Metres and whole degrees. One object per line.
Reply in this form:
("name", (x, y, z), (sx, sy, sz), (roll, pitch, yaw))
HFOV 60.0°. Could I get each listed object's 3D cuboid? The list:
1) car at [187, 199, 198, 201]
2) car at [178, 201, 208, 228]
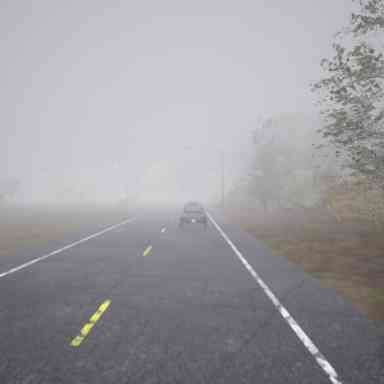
("car", (0.082, 1.703, 41.607), (1.837, 1.490, 4.892), (0, 0, 0))
("car", (0.089, 1.611, 23.391), (2.128, 1.511, 4.902), (0, 0, 0))
